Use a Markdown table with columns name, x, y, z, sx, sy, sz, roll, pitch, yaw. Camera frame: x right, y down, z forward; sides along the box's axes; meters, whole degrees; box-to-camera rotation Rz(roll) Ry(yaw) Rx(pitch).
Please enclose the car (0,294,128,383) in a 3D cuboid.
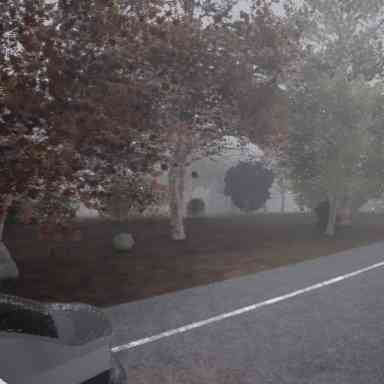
| name | x | y | z | sx | sy | sz | roll | pitch | yaw |
| --- | --- | --- | --- | --- | --- | --- | --- | --- | --- |
| car | -2.785 | 1.513 | 1.817 | 4.892 | 1.490 | 1.837 | 0 | 0 | -36 |
